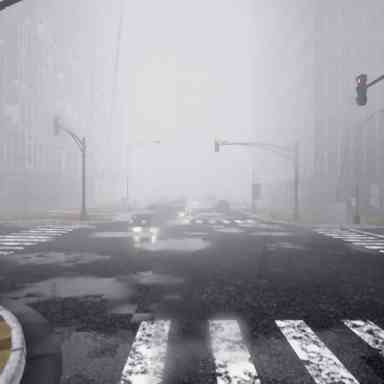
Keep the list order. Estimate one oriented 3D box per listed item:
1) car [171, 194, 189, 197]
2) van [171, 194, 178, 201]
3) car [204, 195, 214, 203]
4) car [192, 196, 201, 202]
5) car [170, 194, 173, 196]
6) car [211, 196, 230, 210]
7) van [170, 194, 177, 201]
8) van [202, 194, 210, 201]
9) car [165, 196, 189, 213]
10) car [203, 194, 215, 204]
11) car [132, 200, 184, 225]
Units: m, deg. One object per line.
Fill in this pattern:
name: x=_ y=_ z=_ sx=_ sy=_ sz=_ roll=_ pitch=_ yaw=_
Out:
car: x=-1.743 y=1.498 z=51.794 sx=2.128 sy=1.511 sz=4.902 roll=0 pitch=0 yaw=0
van: x=-4.475 y=1.314 z=85.981 sx=1.690 sy=1.788 sz=3.998 roll=0 pitch=0 yaw=0
car: x=3.531 y=1.431 z=69.459 sx=1.967 sy=1.590 sz=4.097 roll=0 pitch=0 yaw=0
car: x=0.942 y=1.511 z=73.102 sx=1.812 sy=1.442 sz=4.674 roll=0 pitch=0 yaw=0
car: x=-4.308 y=1.563 z=63.871 sx=1.947 sy=1.339 sz=4.313 roll=0 pitch=0 yaw=0
car: x=3.788 y=1.578 z=41.822 sx=1.947 sy=1.339 sz=4.313 roll=0 pitch=0 yaw=0
van: x=-4.433 y=1.320 z=80.454 sx=1.690 sy=1.788 sz=3.998 roll=0 pitch=0 yaw=0
van: x=3.447 y=1.320 z=80.513 sx=1.690 sy=1.788 sz=3.998 roll=0 pitch=0 yaw=0
car: x=-1.643 y=1.561 z=38.114 sx=2.033 sy=1.411 sz=5.357 roll=0 pitch=0 yaw=0
car: x=3.572 y=1.312 z=63.930 sx=2.192 sy=1.841 sz=5.009 roll=0 pitch=0 yaw=0
car: x=-2.509 y=1.567 z=24.471 sx=2.033 sy=1.411 sz=5.357 roll=0 pitch=0 yaw=14
